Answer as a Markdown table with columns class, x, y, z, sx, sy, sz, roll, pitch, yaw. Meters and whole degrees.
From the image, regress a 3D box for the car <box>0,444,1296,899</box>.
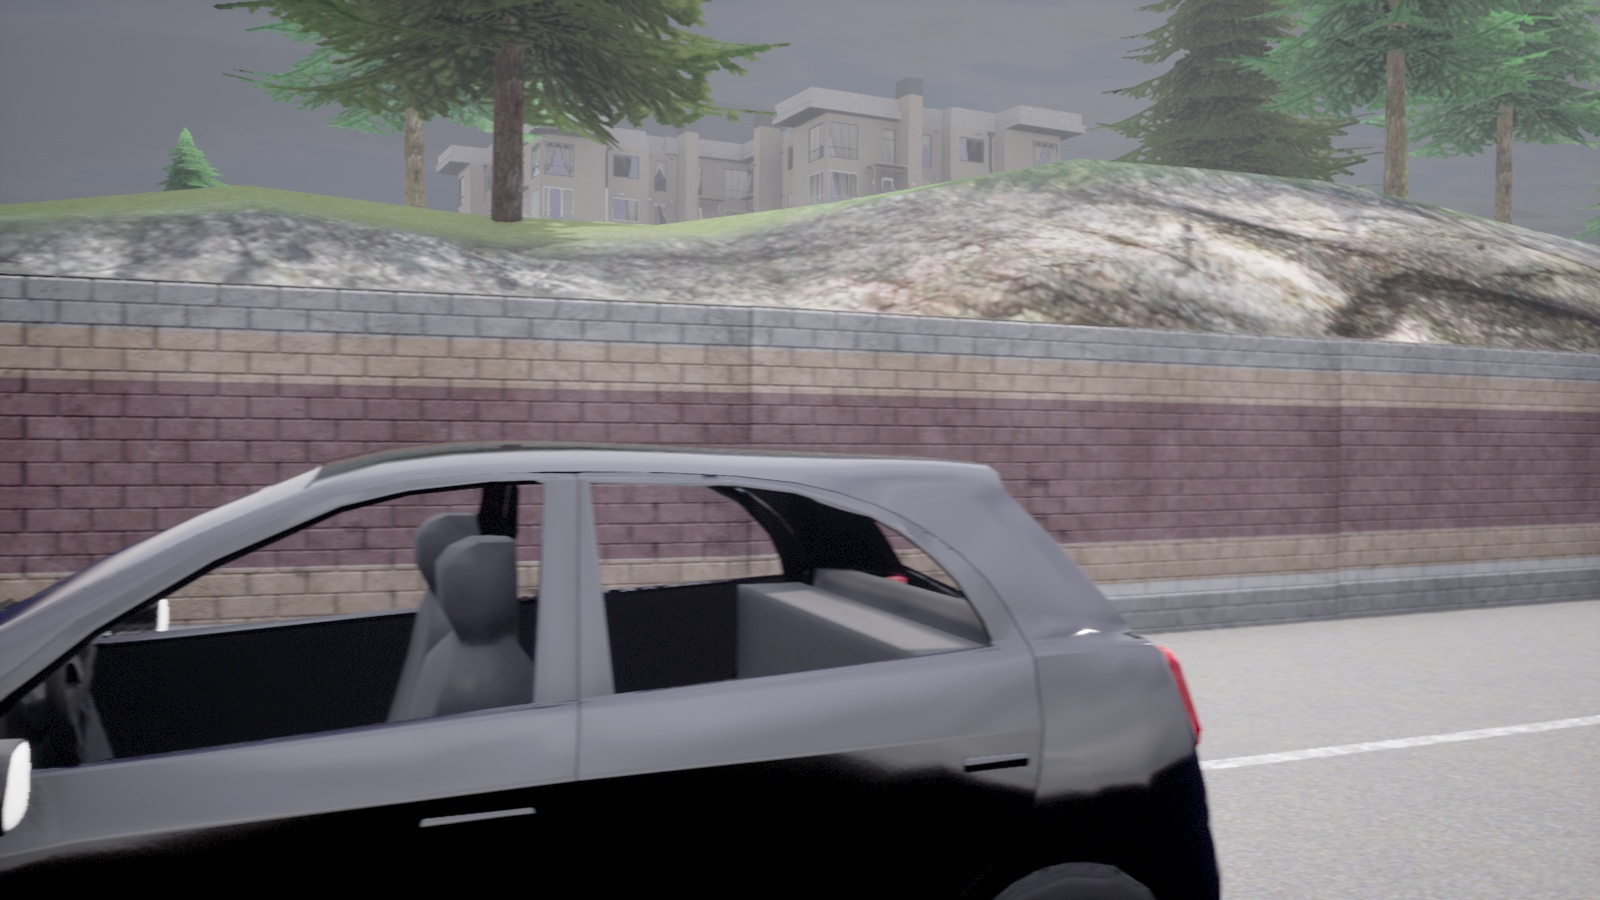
| class | x | y | z | sx | sy | sz | roll | pitch | yaw |
| --- | --- | --- | --- | --- | --- | --- | --- | --- | --- |
| car | -1.003 | 0.777 | 2.820 | 3.633 | 1.501 | 1.845 | -1 | 1 | -20 |
